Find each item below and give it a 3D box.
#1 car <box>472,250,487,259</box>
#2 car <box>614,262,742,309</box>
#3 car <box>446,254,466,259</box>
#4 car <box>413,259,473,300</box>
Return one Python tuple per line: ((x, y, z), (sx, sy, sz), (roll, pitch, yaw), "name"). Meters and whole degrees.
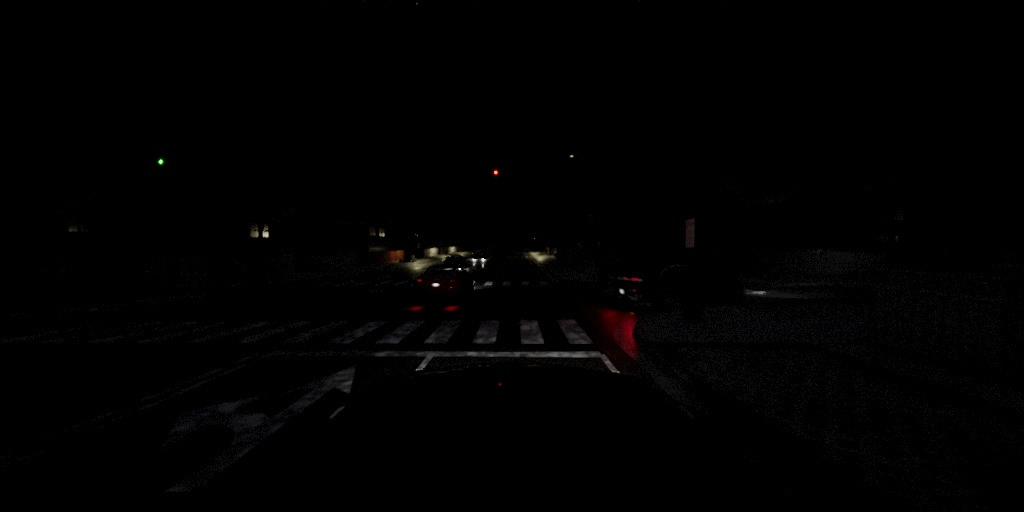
((-5.492, -0.310, 60.595), (1.812, 1.442, 4.674), (0, 2, 2), "car")
((6.110, 0.966, 13.151), (4.902, 1.511, 2.128), (-1, 1, -19), "car")
((-5.963, 0.502, 37.867), (1.994, 1.385, 4.181), (0, 2, 1), "car")
((-2.928, 1.047, 15.969), (1.994, 1.385, 4.181), (-1, 1, 1), "car")
